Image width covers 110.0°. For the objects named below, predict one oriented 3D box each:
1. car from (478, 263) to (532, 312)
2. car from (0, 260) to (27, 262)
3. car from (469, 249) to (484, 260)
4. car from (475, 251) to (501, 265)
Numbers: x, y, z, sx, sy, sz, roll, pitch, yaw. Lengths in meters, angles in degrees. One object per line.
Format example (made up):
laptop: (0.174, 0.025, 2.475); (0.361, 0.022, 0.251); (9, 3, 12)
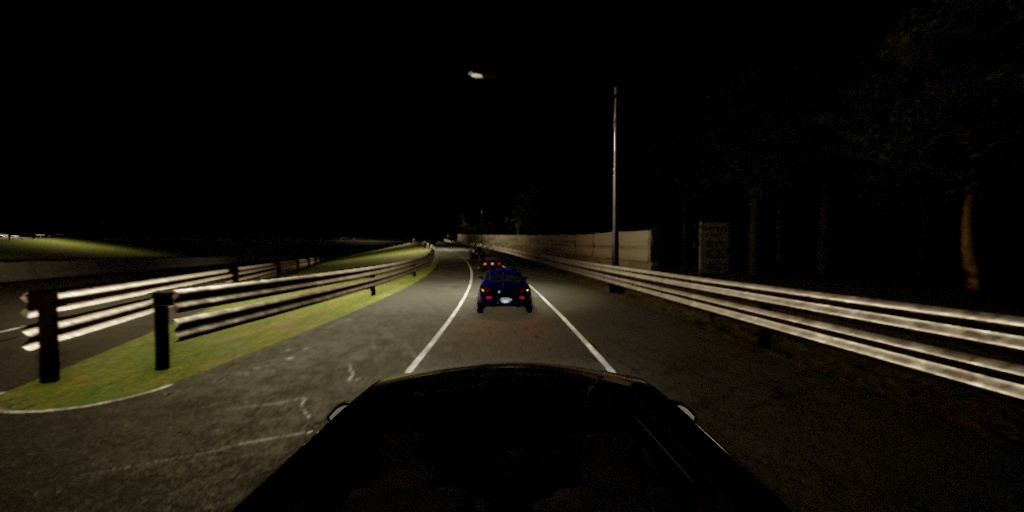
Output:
car: (-0.304, 1.184, 13.561); (1.812, 1.442, 4.674); (0, 1, -2)
car: (-44.129, 1.066, 31.101); (2.128, 1.511, 4.902); (0, 0, -24)
car: (-4.715, -0.288, 49.025); (1.837, 1.490, 4.892); (0, 4, -11)
car: (-2.034, 0.620, 33.278); (2.033, 1.411, 5.357); (0, 2, -8)
